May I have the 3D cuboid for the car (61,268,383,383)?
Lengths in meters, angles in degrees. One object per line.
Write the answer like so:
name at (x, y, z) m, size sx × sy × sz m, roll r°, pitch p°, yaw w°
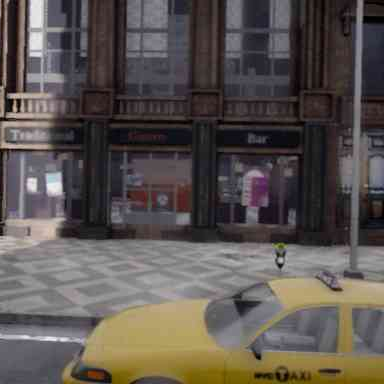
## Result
car at (1.172, 1.541, 3.569) m, size 4.829 × 1.417 × 1.752 m, roll 1°, pitch 0°, yaw 2°

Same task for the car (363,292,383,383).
car at (3.755, 1.592, 1.603) m, size 4.892 × 1.490 × 1.837 m, roll 1°, pitch 0°, yaw 2°
